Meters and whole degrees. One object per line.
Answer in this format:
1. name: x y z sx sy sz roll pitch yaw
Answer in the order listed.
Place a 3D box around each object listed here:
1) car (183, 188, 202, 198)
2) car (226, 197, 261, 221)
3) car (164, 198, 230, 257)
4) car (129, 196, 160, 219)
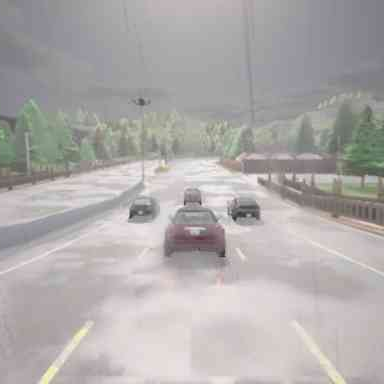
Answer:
1. car: 0.065 0.322 33.407 2.033 1.411 5.357 0 6 0
2. car: 3.595 1.084 23.448 1.837 1.490 4.892 0 3 0
3. car: 0.098 1.318 13.063 2.097 1.767 4.553 0 1 0
4. car: -3.406 1.047 24.365 1.812 1.442 4.674 0 4 0
